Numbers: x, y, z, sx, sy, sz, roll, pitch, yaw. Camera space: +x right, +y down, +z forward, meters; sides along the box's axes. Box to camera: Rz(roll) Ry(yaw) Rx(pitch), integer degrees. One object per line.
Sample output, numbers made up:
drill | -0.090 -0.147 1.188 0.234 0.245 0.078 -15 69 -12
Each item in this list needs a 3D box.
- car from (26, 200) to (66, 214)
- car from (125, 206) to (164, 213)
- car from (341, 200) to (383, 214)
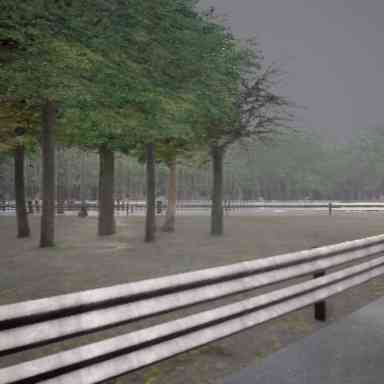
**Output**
car | -17.402 1.723 39.156 5.008 1.535 1.882 0 -1 2
car | -5.925 1.967 42.333 5.357 1.411 2.033 0 -1 2
car | 19.712 1.715 38.124 4.902 1.511 2.128 0 -1 2
